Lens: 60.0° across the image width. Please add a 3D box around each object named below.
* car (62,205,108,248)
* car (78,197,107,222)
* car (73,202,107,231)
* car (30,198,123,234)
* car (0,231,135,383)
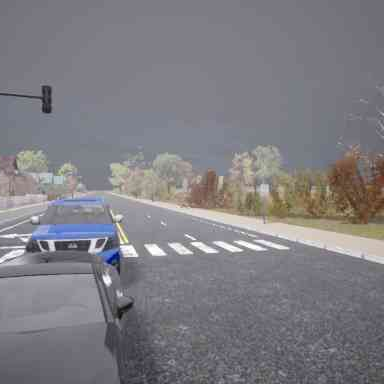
[{"bbox_3d":[-5.035,1.498,16.036,1.837,1.490,4.892,0,0,-15],"label":"car"},{"bbox_3d":[-8.192,1.337,27.507,2.097,1.767,4.553,0,0,-15],"label":"car"},{"bbox_3d":[-6.617,1.467,21.778,1.882,1.535,5.008,0,0,-16],"label":"car"},{"bbox_3d":[-3.362,1.218,9.968,2.150,2.045,5.566,0,0,-15],"label":"car"},{"bbox_3d":[-1.708,1.524,3.883,1.812,1.442,4.674,0,0,-13],"label":"car"}]
